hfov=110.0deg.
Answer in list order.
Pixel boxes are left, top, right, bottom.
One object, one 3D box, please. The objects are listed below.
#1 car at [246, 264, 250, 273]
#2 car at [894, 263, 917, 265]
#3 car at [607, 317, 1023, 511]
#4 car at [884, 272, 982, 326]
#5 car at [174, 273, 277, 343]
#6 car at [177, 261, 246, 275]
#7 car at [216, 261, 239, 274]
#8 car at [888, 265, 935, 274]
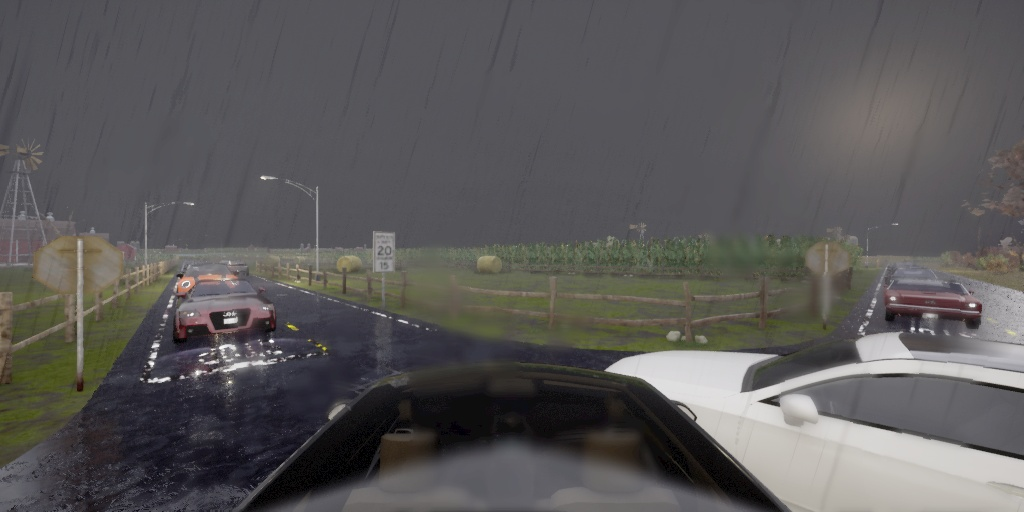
[{"bbox_3d":[-27.281,1.298,35.519,2.128,1.511,4.902,0,0,-42],"label":"car"},{"bbox_3d":[27.146,1.401,24.563,4.181,1.385,1.994,0,1,-43],"label":"car"},{"bbox_3d":[2.822,1.293,2.475,1.812,1.442,4.674,0,1,-44],"label":"car"},{"bbox_3d":[13.423,1.397,11.627,4.718,1.301,1.895,0,1,-44],"label":"car"},{"bbox_3d":[-8.022,1.359,9.970,1.994,1.385,4.181,0,0,-43],"label":"car"},{"bbox_3d":[-13.853,1.147,16.404,2.097,1.767,4.553,0,0,-42],"label":"car"},{"bbox_3d":[-34.066,1.323,42.920,1.837,1.490,4.892,0,0,-42],"label":"car"},{"bbox_3d":[20.445,1.363,18.251,5.357,1.411,2.033,0,1,-43],"label":"car"}]
